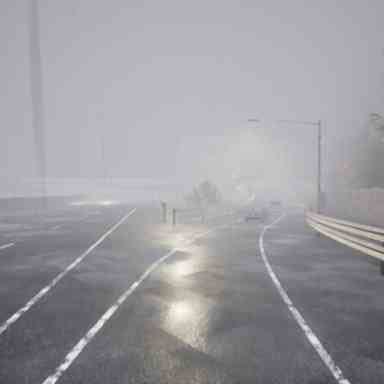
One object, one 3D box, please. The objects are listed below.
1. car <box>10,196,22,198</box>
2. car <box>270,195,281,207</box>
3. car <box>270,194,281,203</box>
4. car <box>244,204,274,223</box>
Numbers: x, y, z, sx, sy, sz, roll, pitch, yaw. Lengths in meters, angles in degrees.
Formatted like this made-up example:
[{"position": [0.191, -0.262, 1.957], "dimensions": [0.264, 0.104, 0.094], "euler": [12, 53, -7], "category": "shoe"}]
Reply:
[{"position": [-32.245, 1.330, 60.996], "dimensions": [1.994, 1.385, 4.181], "euler": [0, 0, -6], "category": "car"}, {"position": [15.346, 1.867, 61.399], "dimensions": [1.882, 1.535, 5.008], "euler": [1, 2, 14], "category": "car"}, {"position": [17.751, 1.325, 71.174], "dimensions": [2.128, 1.511, 4.902], "euler": [1, 4, 12], "category": "car"}, {"position": [6.461, 2.198, 32.828], "dimensions": [2.033, 1.411, 5.357], "euler": [1, -1, 20], "category": "car"}]
